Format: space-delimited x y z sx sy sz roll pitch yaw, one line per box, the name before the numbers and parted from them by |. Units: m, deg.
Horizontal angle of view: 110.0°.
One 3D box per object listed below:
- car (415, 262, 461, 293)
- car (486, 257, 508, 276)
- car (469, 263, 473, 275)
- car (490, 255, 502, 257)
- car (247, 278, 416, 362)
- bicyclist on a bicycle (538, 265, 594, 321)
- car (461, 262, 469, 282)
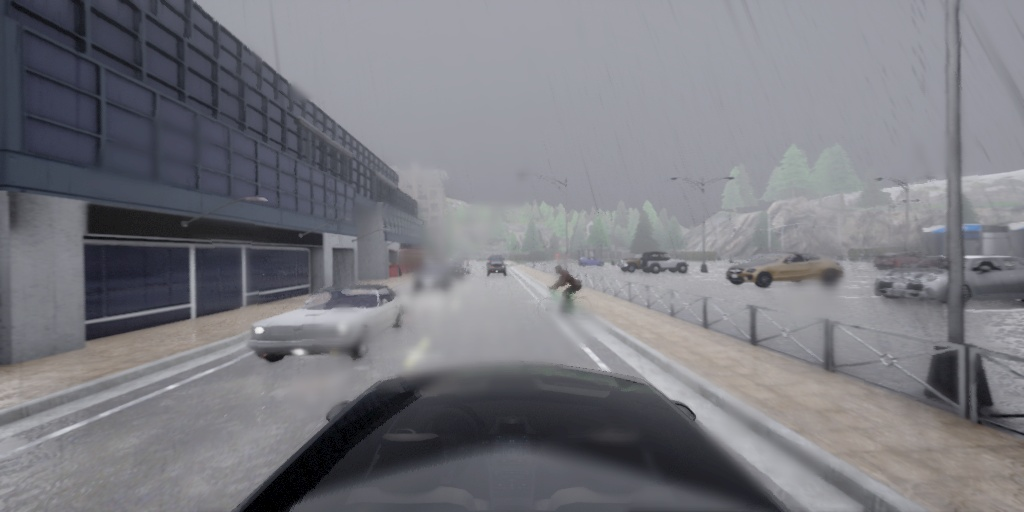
car | -4.467 1.246 21.096 2.128 1.511 4.902 -1 0 -3
car | -1.505 1.164 35.443 1.837 1.490 4.892 -1 0 -2
car | -5.170 1.313 37.347 1.895 1.301 4.718 -1 0 -2
car | -2.193 0.848 49.455 2.150 2.045 5.566 -1 0 -2
car | -3.859 1.386 8.534 1.895 1.301 4.718 -1 0 -3
bicyclist on a bicycle | 1.575 1.099 10.484 1.656 1.620 0.582 -2 0 -3
car | -4.710 1.249 28.171 1.895 1.301 4.718 -1 0 -3
